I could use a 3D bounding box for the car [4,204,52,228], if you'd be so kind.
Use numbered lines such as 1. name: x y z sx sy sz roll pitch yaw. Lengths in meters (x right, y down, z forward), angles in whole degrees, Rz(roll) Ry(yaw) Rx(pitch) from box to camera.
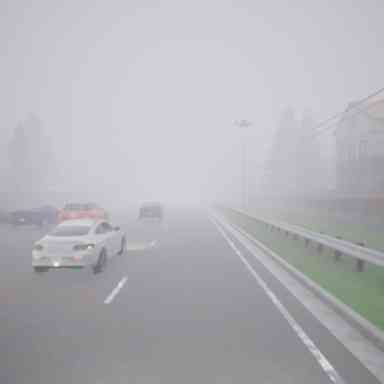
1. car: -10.409 1.561 22.848 1.882 1.535 5.008 0 0 0

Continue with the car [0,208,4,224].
1. car: -13.907 1.648 22.688 1.994 1.385 4.181 0 0 0

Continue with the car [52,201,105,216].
1. car: -6.907 1.430 21.475 2.097 1.767 4.553 0 0 0

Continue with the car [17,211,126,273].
1. car: -3.403 1.565 10.659 1.812 1.442 4.674 0 0 0

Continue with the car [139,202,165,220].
1. car: -3.410 1.581 29.124 1.882 1.535 5.008 0 0 0
